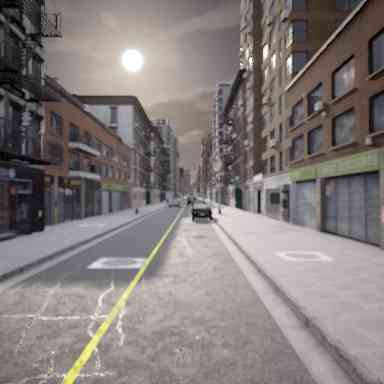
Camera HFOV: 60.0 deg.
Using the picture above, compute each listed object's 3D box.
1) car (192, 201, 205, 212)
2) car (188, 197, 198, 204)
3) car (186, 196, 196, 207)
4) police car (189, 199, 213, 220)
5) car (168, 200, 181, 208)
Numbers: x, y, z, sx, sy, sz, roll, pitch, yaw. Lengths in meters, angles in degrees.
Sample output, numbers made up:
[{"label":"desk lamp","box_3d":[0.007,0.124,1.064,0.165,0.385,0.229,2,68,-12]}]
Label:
[{"label":"car","box_3d":[0.909,2.016,47.374,1.812,1.442,4.674,0,-1,0]},{"label":"car","box_3d":[0.907,1.782,41.347,2.097,1.767,4.553,0,-1,0]},{"label":"car","box_3d":[0.013,1.828,68.143,2.150,2.045,5.566,0,0,0]},{"label":"police car","box_3d":[0.905,1.758,31.486,1.930,1.638,5.238,0,-1,0]},{"label":"car","box_3d":[-3.034,2.161,58.642,1.994,1.385,4.181,0,0,1]}]
